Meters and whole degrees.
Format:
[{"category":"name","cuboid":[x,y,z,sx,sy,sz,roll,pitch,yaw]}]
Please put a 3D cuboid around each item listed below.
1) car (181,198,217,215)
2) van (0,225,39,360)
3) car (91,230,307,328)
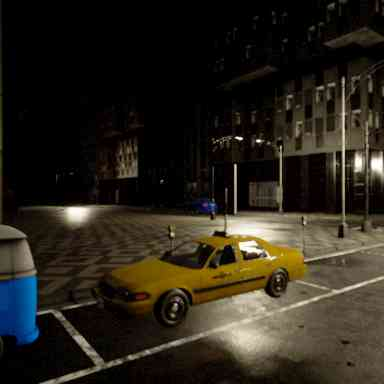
[{"category":"car","cuboid":[0.778,1.777,41.900,2.150,2.045,5.566,0,-1,-36]},{"category":"van","cuboid":[-3.929,1.340,3.828,3.998,1.788,1.690,0,0,-36]},{"category":"car","cuboid":[0.407,1.527,6.969,4.829,1.417,1.752,0,0,-36]}]
